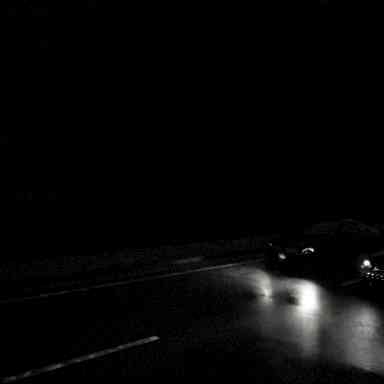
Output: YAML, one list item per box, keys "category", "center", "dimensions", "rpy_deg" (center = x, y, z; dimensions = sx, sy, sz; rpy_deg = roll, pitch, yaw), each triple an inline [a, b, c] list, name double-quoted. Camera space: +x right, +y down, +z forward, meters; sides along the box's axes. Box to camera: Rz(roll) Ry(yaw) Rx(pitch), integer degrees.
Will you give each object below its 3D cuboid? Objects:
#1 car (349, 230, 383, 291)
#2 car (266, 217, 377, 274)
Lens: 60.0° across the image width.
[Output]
- category: "car"
  center: [6.001, 1.657, 7.971]
  dimensions: [4.718, 1.301, 1.895]
  rpy_deg: [0, 0, -36]
- category: "car"
  center: [4.480, 1.584, 10.877]
  dimensions: [4.674, 1.442, 1.812]
  rpy_deg: [0, 0, -36]
